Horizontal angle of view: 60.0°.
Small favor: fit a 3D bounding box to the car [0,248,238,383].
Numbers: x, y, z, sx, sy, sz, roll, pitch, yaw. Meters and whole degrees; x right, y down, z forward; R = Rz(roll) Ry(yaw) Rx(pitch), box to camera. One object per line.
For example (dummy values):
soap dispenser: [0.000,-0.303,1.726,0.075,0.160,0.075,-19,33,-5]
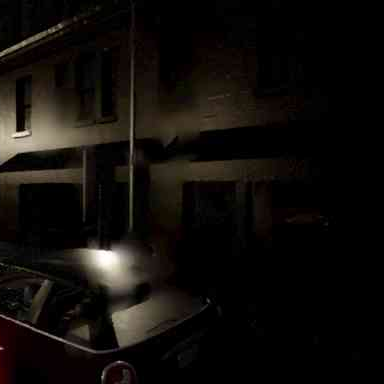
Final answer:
car: [-1.611,1.411,3.958,4.097,1.590,1.967,1,0,35]
